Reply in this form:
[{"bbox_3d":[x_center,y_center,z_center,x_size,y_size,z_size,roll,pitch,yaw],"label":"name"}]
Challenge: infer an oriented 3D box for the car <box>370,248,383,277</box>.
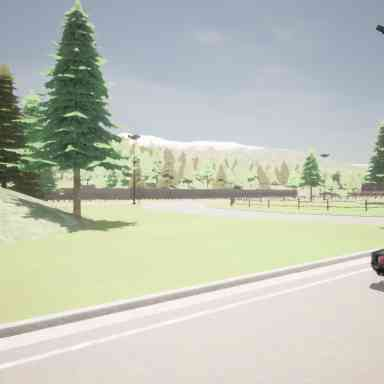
[{"bbox_3d":[6.592,1.601,8.430,4.718,1.301,1.895,0,0,-35],"label":"car"}]
